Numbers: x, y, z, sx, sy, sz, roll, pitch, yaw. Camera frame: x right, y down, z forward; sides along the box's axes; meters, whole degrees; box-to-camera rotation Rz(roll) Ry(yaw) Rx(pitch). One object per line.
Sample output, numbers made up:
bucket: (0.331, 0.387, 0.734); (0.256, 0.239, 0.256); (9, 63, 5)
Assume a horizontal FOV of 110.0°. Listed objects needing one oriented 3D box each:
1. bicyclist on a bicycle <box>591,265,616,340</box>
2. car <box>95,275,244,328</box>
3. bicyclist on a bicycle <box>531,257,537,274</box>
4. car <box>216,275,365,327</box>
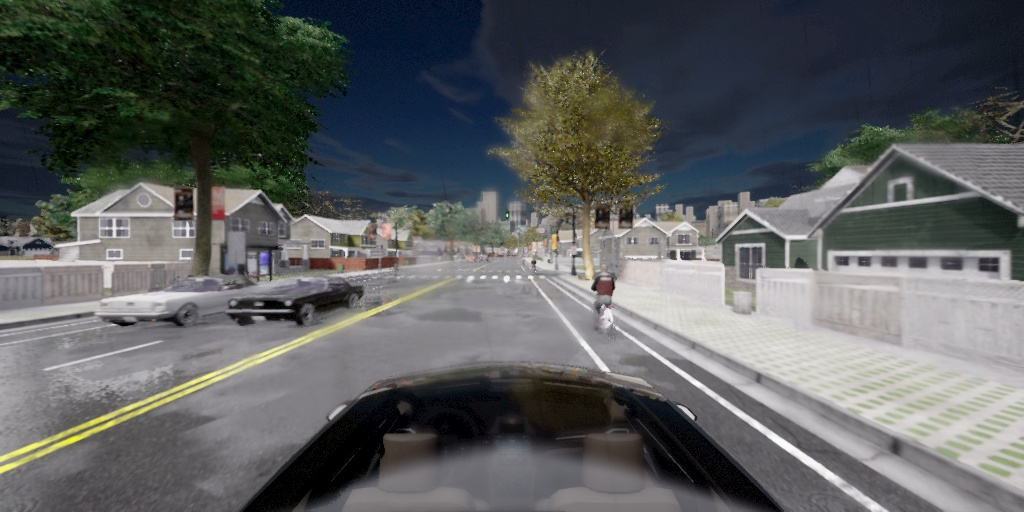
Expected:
bicyclist on a bicycle: (2.245, 1.097, 8.960); (0.659, 1.776, 1.843); (0, 0, 0)
car: (-9.847, 1.320, 11.452); (1.895, 1.301, 4.718); (0, 0, 0)
bicyclist on a bicycle: (2.252, 1.003, 36.959); (0.659, 1.776, 1.843); (0, 0, 0)
car: (-6.596, 1.319, 11.563); (1.895, 1.301, 4.718); (0, 0, 0)
